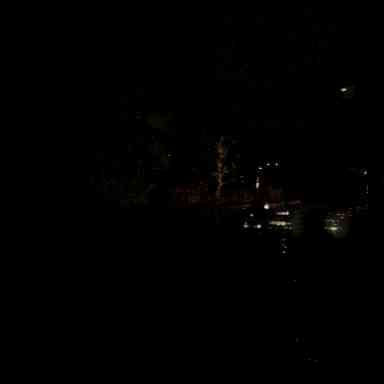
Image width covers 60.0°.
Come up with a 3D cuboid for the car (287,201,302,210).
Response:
[{"bbox_3d":[16.755,2.121,54.283,1.895,1.301,4.718,2,0,26],"label":"car"}]

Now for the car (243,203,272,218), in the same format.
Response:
[{"bbox_3d":[6.591,1.770,32.897,2.033,1.411,5.357,2,0,25],"label":"car"}]
